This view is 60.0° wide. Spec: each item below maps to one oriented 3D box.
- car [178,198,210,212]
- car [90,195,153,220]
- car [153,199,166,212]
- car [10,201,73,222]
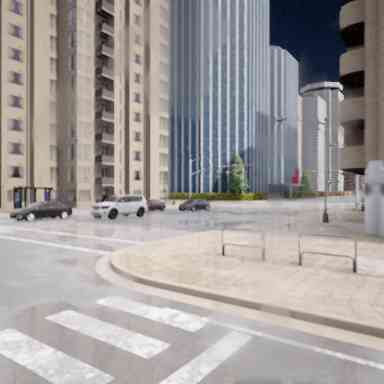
[{"bbox_3d":[0.319,1.541,38.875,1.837,1.490,4.892,0,0,35],"label":"car"},{"bbox_3d":[-6.297,1.258,29.368,2.150,2.045,5.566,0,0,35],"label":"car"},{"bbox_3d":[-4.842,1.559,37.583,1.812,1.442,4.674,0,0,34],"label":"car"},{"bbox_3d":[-12.152,1.538,27.108,1.837,1.490,4.892,0,0,36],"label":"car"}]
